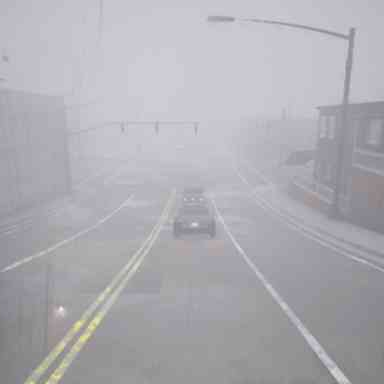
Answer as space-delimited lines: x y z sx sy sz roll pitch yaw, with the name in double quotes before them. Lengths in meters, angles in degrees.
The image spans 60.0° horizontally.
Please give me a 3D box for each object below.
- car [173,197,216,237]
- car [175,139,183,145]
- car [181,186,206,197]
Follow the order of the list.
"car" 0.101 1.244 16.314 1.994 1.385 4.181 0 4 0
"car" -3.508 -13.560 89.516 1.895 1.301 4.718 0 13 0
"car" 0.091 0.212 26.197 2.033 1.411 5.357 0 8 0
